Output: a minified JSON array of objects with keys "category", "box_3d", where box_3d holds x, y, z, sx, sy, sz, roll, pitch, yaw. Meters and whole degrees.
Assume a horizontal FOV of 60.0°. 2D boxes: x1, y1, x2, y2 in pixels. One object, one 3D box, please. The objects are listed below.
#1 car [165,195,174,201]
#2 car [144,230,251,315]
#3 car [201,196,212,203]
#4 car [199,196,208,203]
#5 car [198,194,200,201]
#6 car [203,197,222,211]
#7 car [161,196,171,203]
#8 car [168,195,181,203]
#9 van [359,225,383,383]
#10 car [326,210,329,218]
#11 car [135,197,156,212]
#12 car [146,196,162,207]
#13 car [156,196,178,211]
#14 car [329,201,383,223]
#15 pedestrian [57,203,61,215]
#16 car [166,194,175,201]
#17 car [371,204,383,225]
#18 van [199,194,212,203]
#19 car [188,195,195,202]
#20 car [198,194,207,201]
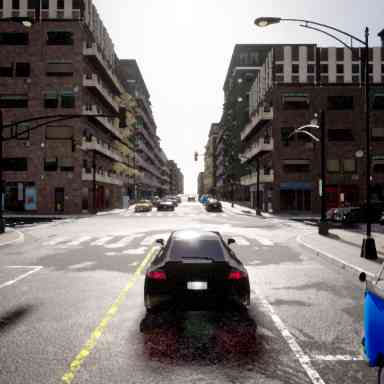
[{"category":"car","box_3d":[-5.816,1.587,85.154,2.008,1.369,4.403,1,0,0]},{"category":"car","box_3d":[0.088,1.566,7.683,1.994,1.385,4.181,0,0,0]},{"category":"car","box_3d":[2.629,1.567,45.669,2.008,1.369,4.403,1,0,0]},{"category":"car","box_3d":[2.582,1.612,73.882,1.802,1.307,4.206,1,0,0]},{"category":"car","box_3d":[2.592,1.552,68.409,1.752,1.417,4.829,1,0,0]},{"category":"car","box_3d":[2.638,1.580,40.027,1.947,1.339,4.313,1,0,0]},{"category":"car","box_3d":[-5.797,1.575,73.869,1.887,1.381,4.507,1,0,0]},{"category":"car","box_3d":[-3.178,1.496,51.553,1.882,1.535,5.008,0,0,0]},{"category":"van","box_3d":[2.670,1.342,2.080,1.690,1.788,3.998,1,0,0]},{"category":"car","box_3d":[13.596,1.608,28.229,4.097,1.590,1.967,0,-1,1]},{"category":"car","box_3d":[-5.741,1.539,39.843,1.752,1.417,4.829,1,0,0]},{"category":"car","box_3d":[-5.759,1.459,51.298,1.967,1.590,4.097,1,0,0]},{"category":"car","box_3d":[-3.166,1.578,41.007,1.994,1.385,4.181,0,0,0]},{"category":"car","box_3d":[13.492,1.473,25.640,4.553,1.767,2.097,0,-1,1]},{"category":"pedestrian","box_3d":[-12.590,1.597,31.437,0.500,1.100,0.500,0,-1,1]},{"category":"car","box_3d":[-5.823,1.480,90.797,1.967,1.590,4.097,1,0,0]},{"category":"car","box_3d":[13.506,1.583,19.848,4.313,1.339,1.947,0,-1,1]},{"category":"van","box_3d":[2.614,1.362,56.954,1.690,1.788,3.998,1,0,0]},{"category":"car","box_3d":[-0.131,1.559,80.557,2.128,1.511,4.902,0,0,0]},{"category":"car","box_3d":[2.568,1.352,85.167,2.192,1.841,5.009,1,0,0]}]
